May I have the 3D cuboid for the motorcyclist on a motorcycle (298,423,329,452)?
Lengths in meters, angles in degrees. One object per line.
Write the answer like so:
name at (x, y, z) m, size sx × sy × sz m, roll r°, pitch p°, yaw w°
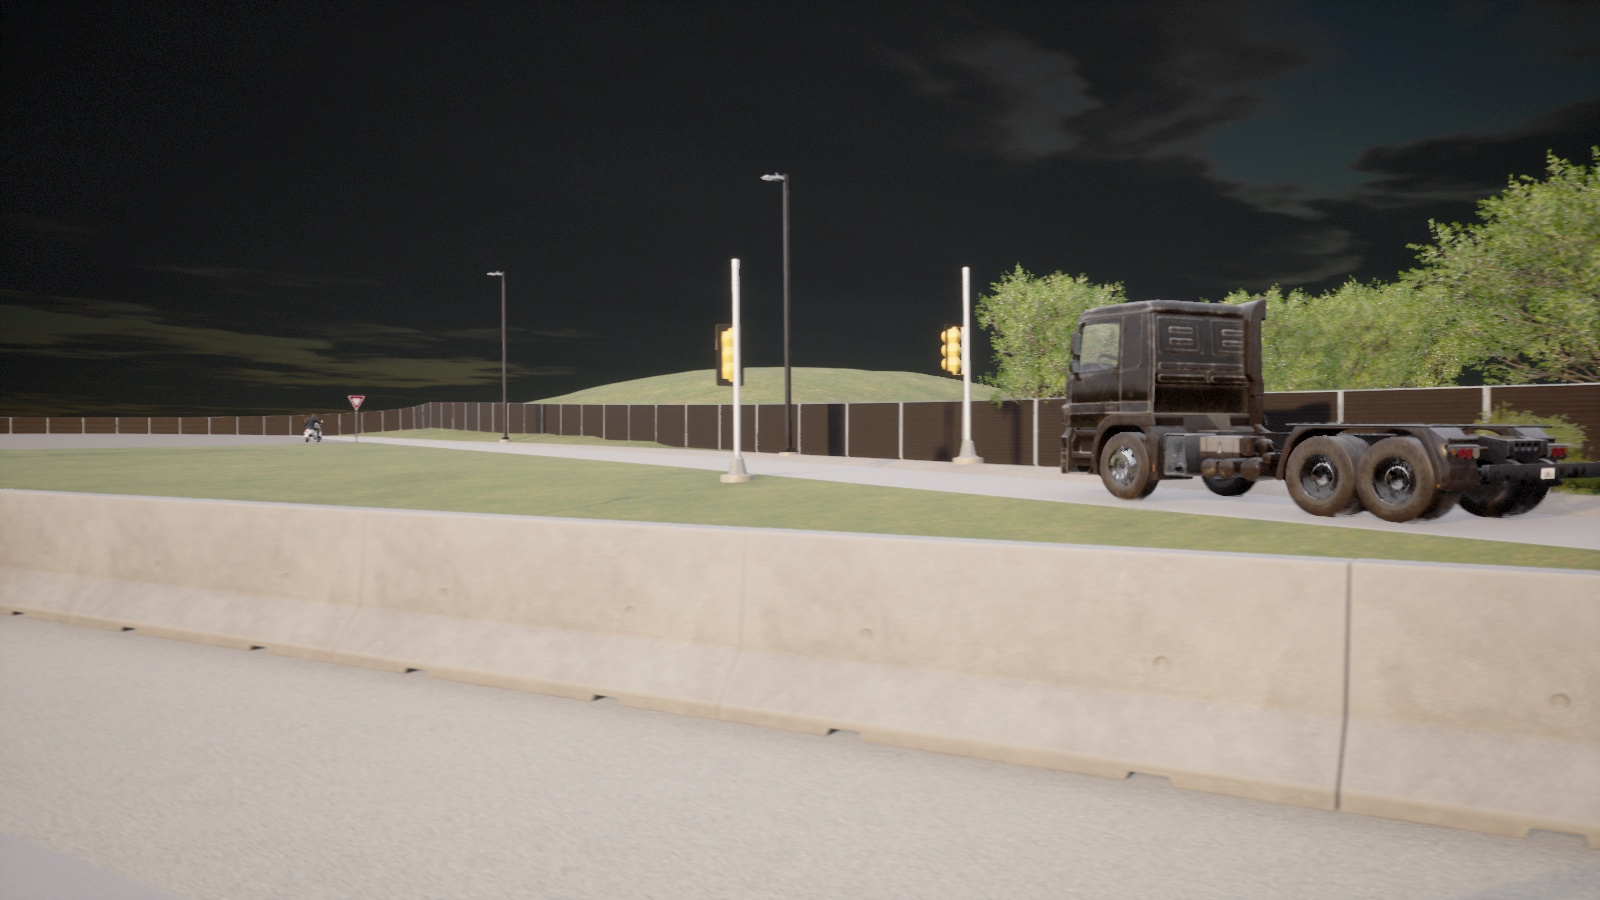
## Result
motorcyclist on a motorcycle at (-26.756, -0.702, 69.108) m, size 0.866 × 1.590 × 1.817 m, roll -1°, pitch 1°, yaw 4°

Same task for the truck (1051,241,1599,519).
truck at (7.734, -0.969, 19.780) m, size 2.891 × 3.462 × 7.936 m, roll -2°, pitch 2°, yaw -30°
